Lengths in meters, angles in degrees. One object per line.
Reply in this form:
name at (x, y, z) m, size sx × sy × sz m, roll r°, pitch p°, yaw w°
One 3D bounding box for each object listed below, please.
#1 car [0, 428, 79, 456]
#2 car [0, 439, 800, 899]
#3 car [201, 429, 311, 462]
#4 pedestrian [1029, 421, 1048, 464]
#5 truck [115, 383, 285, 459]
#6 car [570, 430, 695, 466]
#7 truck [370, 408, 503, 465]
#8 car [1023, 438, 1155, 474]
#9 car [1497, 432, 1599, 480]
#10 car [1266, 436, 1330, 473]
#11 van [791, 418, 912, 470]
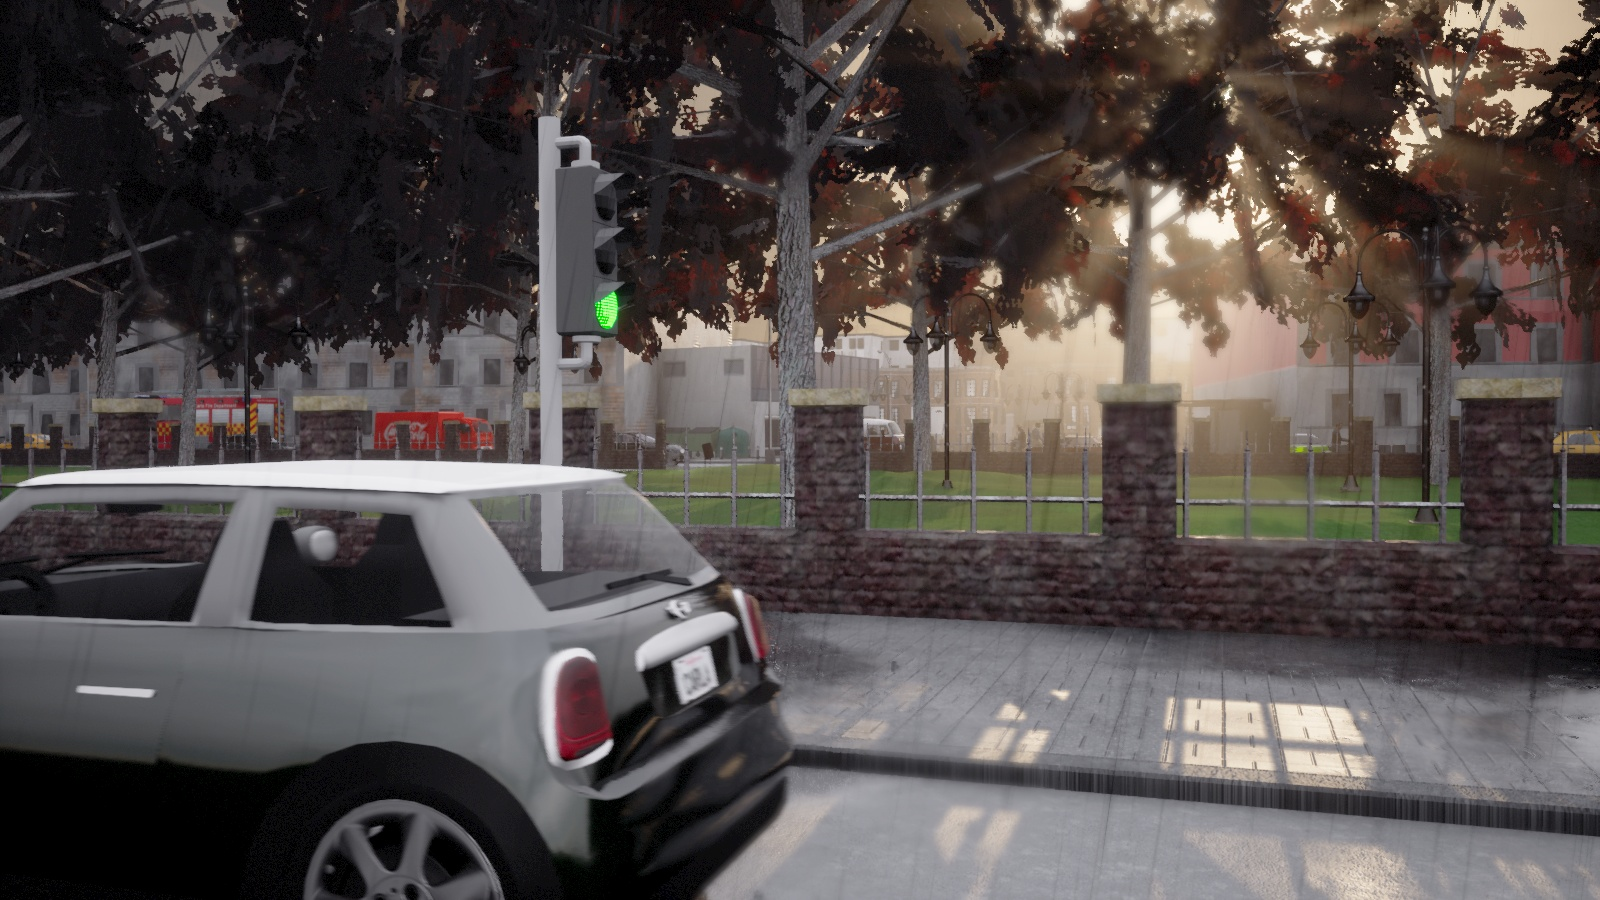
car at (-43.007, -0.479, 70.145) m, size 5.008 × 1.535 × 1.882 m, roll 1°, pitch 1°, yaw 19°
car at (-2.110, 0.714, 4.358) m, size 3.806 × 1.475 × 1.970 m, roll 0°, pitch 1°, yaw 17°
car at (-26.098, -0.231, 60.264) m, size 4.892 × 1.490 × 1.837 m, roll 1°, pitch 1°, yaw 19°
pedestrian at (10.882, -0.346, 57.311) m, size 0.788 × 1.949 × 0.423 m, roll 0°, pitch 1°, yaw 15°
truck at (-31.714, -1.519, 66.345) m, size 8.468 × 3.827 × 2.891 m, roll 1°, pitch 1°, yaw 19°
car at (-7.181, -0.107, 53.921) m, size 4.902 × 1.511 × 2.128 m, roll 1°, pitch 1°, yaw 19°
truck at (-16.495, -0.635, 57.038) m, size 5.204 × 2.467 × 2.627 m, roll 1°, pitch 1°, yaw 18°
car at (11.014, 0.203, 47.800) m, size 4.718 × 1.301 × 1.895 m, roll 1°, pitch 1°, yaw 19°
car at (26.808, 0.186, 42.499) m, size 5.366 × 1.575 × 1.801 m, roll 1°, pitch 1°, yaw 19°
car at (19.475, 0.167, 49.173) m, size 2.207 × 1.376 × 1.481 m, roll 1°, pitch 1°, yaw 19°
van at (2.111, -0.255, 50.790) m, size 4.480 × 2.038 × 2.069 m, roll 1°, pitch 1°, yaw 19°
